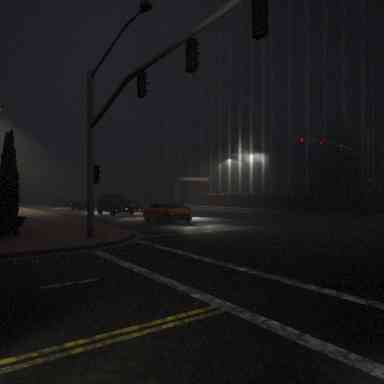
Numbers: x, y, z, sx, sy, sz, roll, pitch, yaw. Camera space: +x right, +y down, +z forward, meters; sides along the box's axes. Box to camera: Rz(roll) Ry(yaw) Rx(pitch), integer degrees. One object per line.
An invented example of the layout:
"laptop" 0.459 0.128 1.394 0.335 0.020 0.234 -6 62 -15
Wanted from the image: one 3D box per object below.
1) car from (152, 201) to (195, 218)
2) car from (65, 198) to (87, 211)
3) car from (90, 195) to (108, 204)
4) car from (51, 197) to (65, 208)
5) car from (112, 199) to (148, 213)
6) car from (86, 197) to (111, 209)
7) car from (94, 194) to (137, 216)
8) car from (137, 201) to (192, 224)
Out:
"car" -1.771 1.564 30.829 1.994 1.385 4.181 0 0 -36
"car" -13.647 1.492 41.241 2.128 1.511 4.902 0 0 -36
"car" -18.611 1.478 66.272 1.882 1.535 5.008 0 0 -36
"car" -19.528 1.503 49.398 1.837 1.490 4.892 0 1 -35
"car" -7.228 1.547 38.346 2.033 1.411 5.357 0 0 -36
"car" -13.164 1.526 46.543 1.812 1.442 4.674 0 0 -36
"car" -7.687 1.221 33.019 2.150 2.045 5.566 0 0 -36
"car" -1.942 1.478 25.116 1.882 1.535 5.008 0 0 -36
